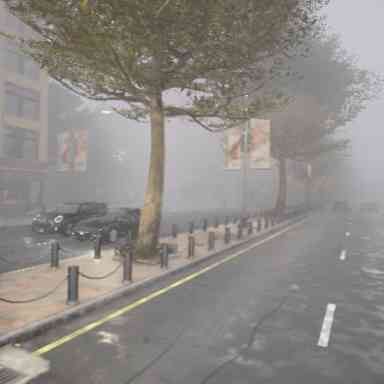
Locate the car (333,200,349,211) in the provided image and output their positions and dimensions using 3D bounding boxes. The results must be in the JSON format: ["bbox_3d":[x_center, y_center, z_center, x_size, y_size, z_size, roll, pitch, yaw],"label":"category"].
[{"bbox_3d":[21.424,1.861,47.794,1.837,1.490,4.892,1,0,26],"label":"car"}]

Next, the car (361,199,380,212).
[{"bbox_3d":[24.110,1.860,45.335,1.882,1.535,5.008,1,0,26],"label":"car"}]

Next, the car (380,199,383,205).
[{"bbox_3d":[44.394,2.293,79.046,1.895,1.301,4.718,1,0,26],"label":"car"}]

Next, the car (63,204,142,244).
[{"bbox_3d":[-3.501,1.496,16.021,1.837,1.490,4.892,1,0,27],"label":"car"}]

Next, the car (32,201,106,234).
[{"bbox_3d":[-6.324,1.314,18.192,2.097,1.767,4.553,1,0,27],"label":"car"}]
